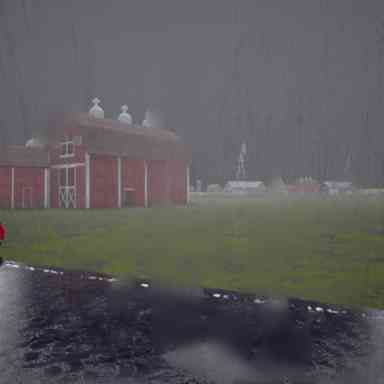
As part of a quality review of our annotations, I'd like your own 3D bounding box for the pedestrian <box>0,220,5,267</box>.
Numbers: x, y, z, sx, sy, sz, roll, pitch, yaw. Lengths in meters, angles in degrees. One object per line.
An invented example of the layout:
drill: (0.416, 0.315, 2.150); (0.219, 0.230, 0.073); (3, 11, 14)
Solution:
pedestrian: (-5.998, 1.401, 10.037); (0.375, 1.860, 0.375); (0, 1, 29)
